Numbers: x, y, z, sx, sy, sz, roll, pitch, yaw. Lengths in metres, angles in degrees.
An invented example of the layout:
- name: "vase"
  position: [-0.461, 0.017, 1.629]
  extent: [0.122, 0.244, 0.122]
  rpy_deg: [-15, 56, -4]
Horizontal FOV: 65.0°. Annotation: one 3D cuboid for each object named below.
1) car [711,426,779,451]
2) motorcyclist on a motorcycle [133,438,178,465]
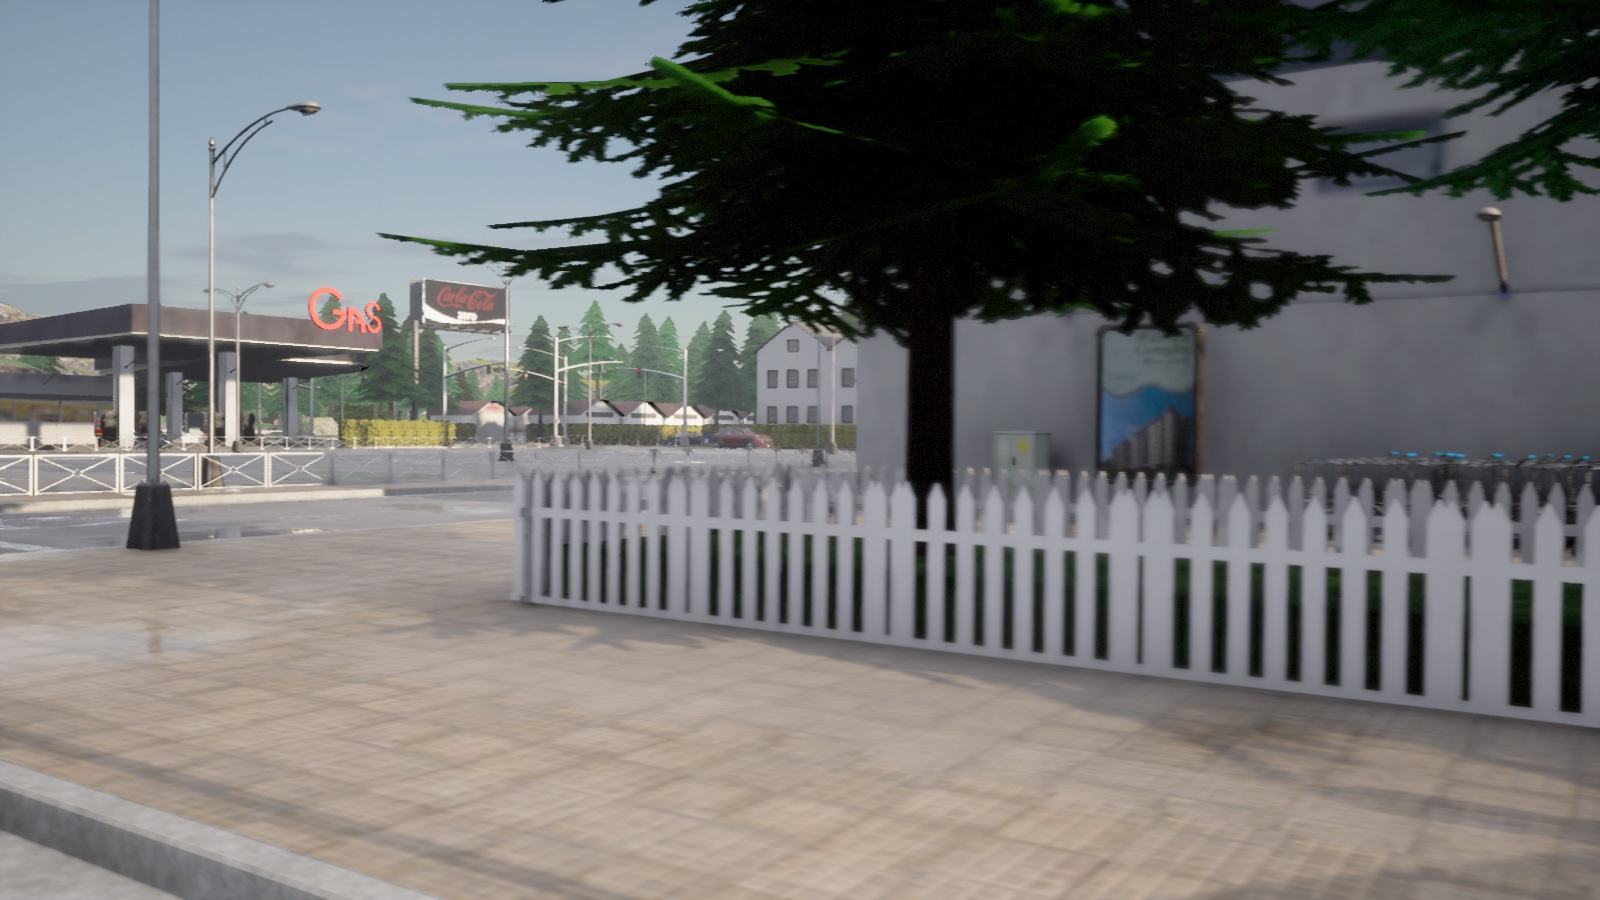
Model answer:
- name: "car"
  position: [-3.963, -0.816, 90.848]
  extent: [4.553, 1.767, 2.097]
  rpy_deg: [0, 1, 34]
- name: "motorcyclist on a motorcycle"
  position: [-37.888, 0.088, 73.798]
  extent: [0.866, 1.530, 2.191]
  rpy_deg: [0, 1, 35]
